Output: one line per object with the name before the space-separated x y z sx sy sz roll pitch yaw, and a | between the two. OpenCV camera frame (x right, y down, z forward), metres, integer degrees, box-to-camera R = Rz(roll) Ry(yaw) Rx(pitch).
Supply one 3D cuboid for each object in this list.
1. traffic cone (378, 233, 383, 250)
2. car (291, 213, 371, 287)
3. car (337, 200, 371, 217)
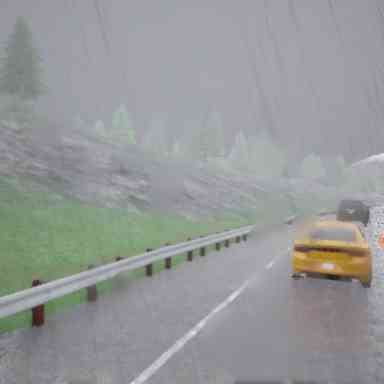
traffic cone | 8.352 2.201 14.338 0.340 0.580 0.340 0 -1 26
car | 4.268 1.631 10.085 1.882 1.535 5.008 0 -1 25
car | 13.303 1.657 27.390 2.150 2.045 5.566 0 -1 30
